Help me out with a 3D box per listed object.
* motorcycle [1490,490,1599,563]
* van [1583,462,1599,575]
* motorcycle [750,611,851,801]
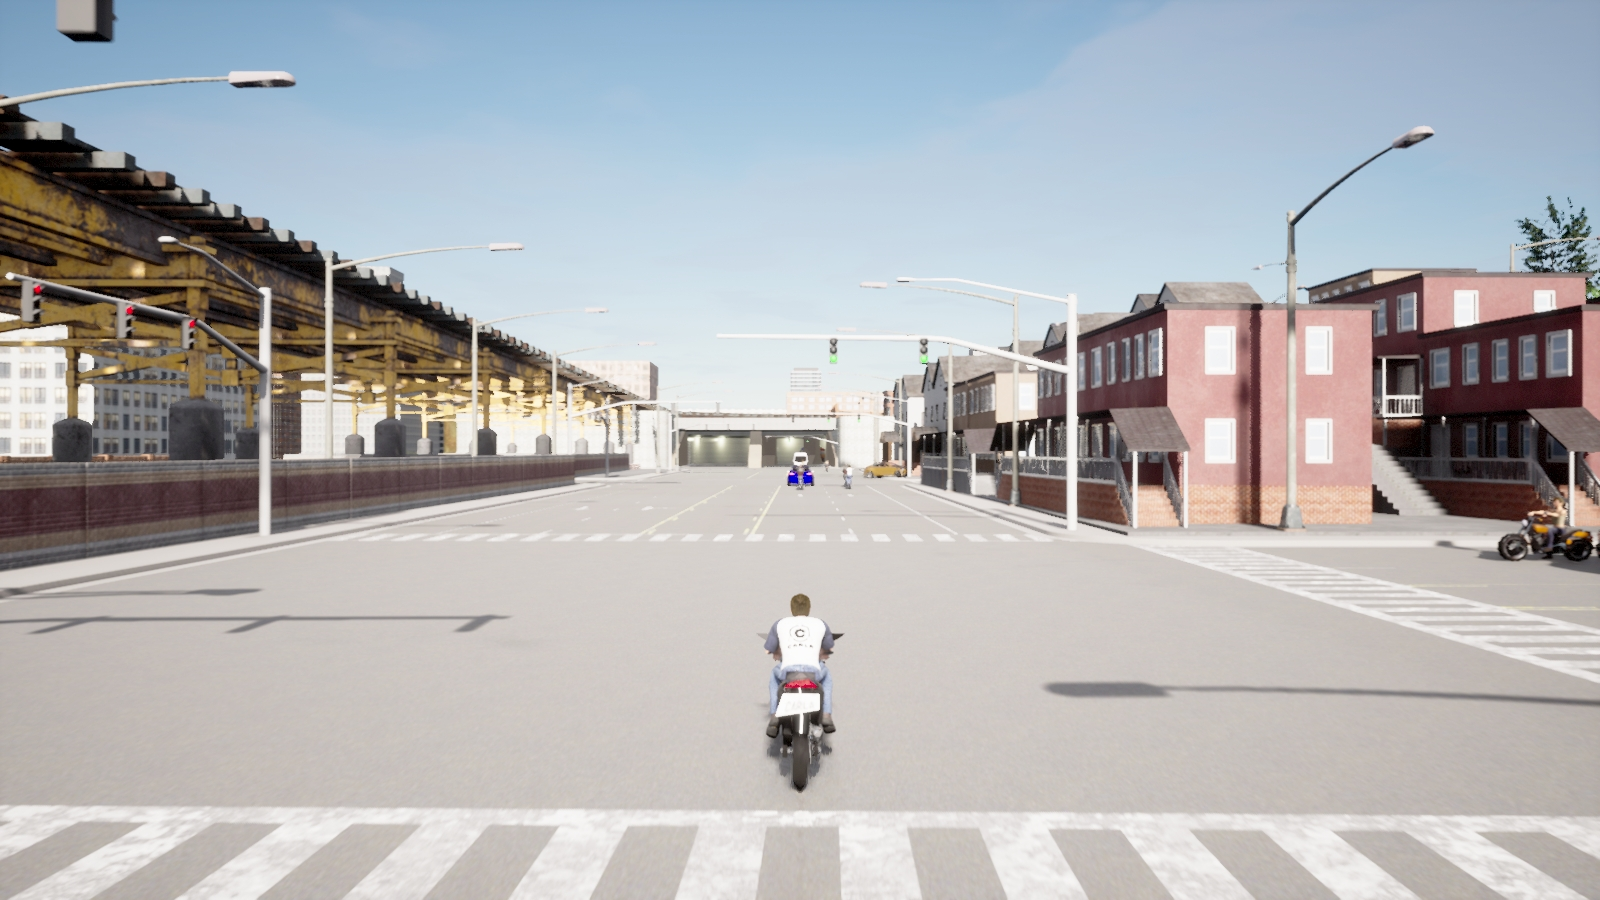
[{"bbox_3d":[18.899,1.929,28.974,2.356,1.802,0.764,0,0,0],"label":"motorcycle"},{"bbox_3d":[21.088,1.553,25.471,5.915,2.561,1.988,0,0,0],"label":"van"},{"bbox_3d":[0.005,2.182,10.122,0.803,1.224,2.033,0,0,0],"label":"motorcycle"}]
